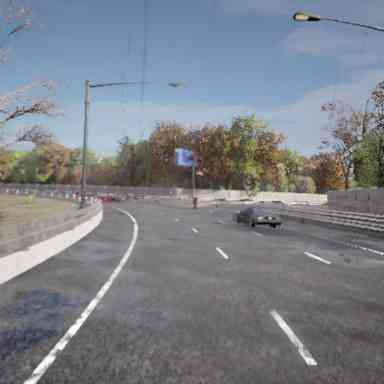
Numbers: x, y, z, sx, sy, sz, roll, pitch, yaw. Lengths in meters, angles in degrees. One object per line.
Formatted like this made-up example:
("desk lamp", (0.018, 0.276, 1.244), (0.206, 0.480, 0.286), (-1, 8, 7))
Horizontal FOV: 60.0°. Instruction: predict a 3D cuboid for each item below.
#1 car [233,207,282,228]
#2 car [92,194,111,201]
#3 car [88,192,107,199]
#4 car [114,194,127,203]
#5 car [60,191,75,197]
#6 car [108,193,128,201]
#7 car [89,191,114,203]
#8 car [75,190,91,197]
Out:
("car", (4.653, 1.802, 24.475), (2.033, 1.411, 5.357), (2, 0, -12))
("car", (-18.596, 1.087, 68.392), (1.895, 1.301, 4.718), (2, 0, -39))
("car", (-22.247, 0.736, 78.377), (2.033, 1.411, 5.357), (2, 0, -44))
("car", (-13.443, 1.160, 60.907), (2.128, 1.511, 4.902), (2, 0, -32))
("car", (-27.461, 0.520, 73.711), (2.033, 1.411, 5.357), (2, 0, -44))
("car", (-15.703, 1.087, 70.369), (1.882, 1.535, 5.008), (2, 0, -39))
("car", (-15.794, 1.046, 58.044), (1.882, 1.535, 5.008), (2, 0, -32))
("car", (-20.884, 0.895, 65.627), (1.837, 1.490, 4.892), (2, 0, -36))
